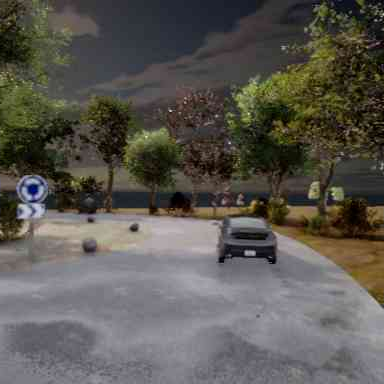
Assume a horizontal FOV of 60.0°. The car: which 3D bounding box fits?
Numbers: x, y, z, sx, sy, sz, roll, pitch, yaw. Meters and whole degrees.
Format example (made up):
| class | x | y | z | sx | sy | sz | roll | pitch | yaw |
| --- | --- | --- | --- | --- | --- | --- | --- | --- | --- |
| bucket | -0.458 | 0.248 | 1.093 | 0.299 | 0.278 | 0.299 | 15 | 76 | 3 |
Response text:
| class | x | y | z | sx | sy | sz | roll | pitch | yaw |
| --- | --- | --- | --- | --- | --- | --- | --- | --- | --- |
| car | 1.838 | 1.562 | 12.191 | 1.837 | 1.490 | 4.892 | 1 | 0 | 3 |
